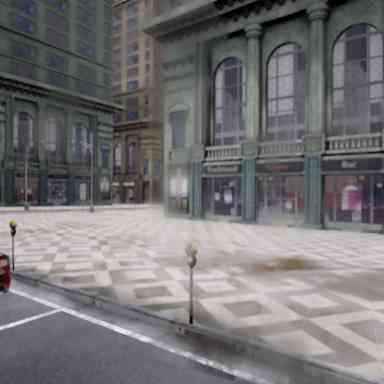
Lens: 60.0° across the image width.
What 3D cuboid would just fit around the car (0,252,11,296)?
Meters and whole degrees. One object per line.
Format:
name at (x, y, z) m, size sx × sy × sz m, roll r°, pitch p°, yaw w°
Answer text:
car at (-5.543, 1.444, 6.937) m, size 4.507 × 1.381 × 1.887 m, roll 1°, pitch 0°, yaw 35°
